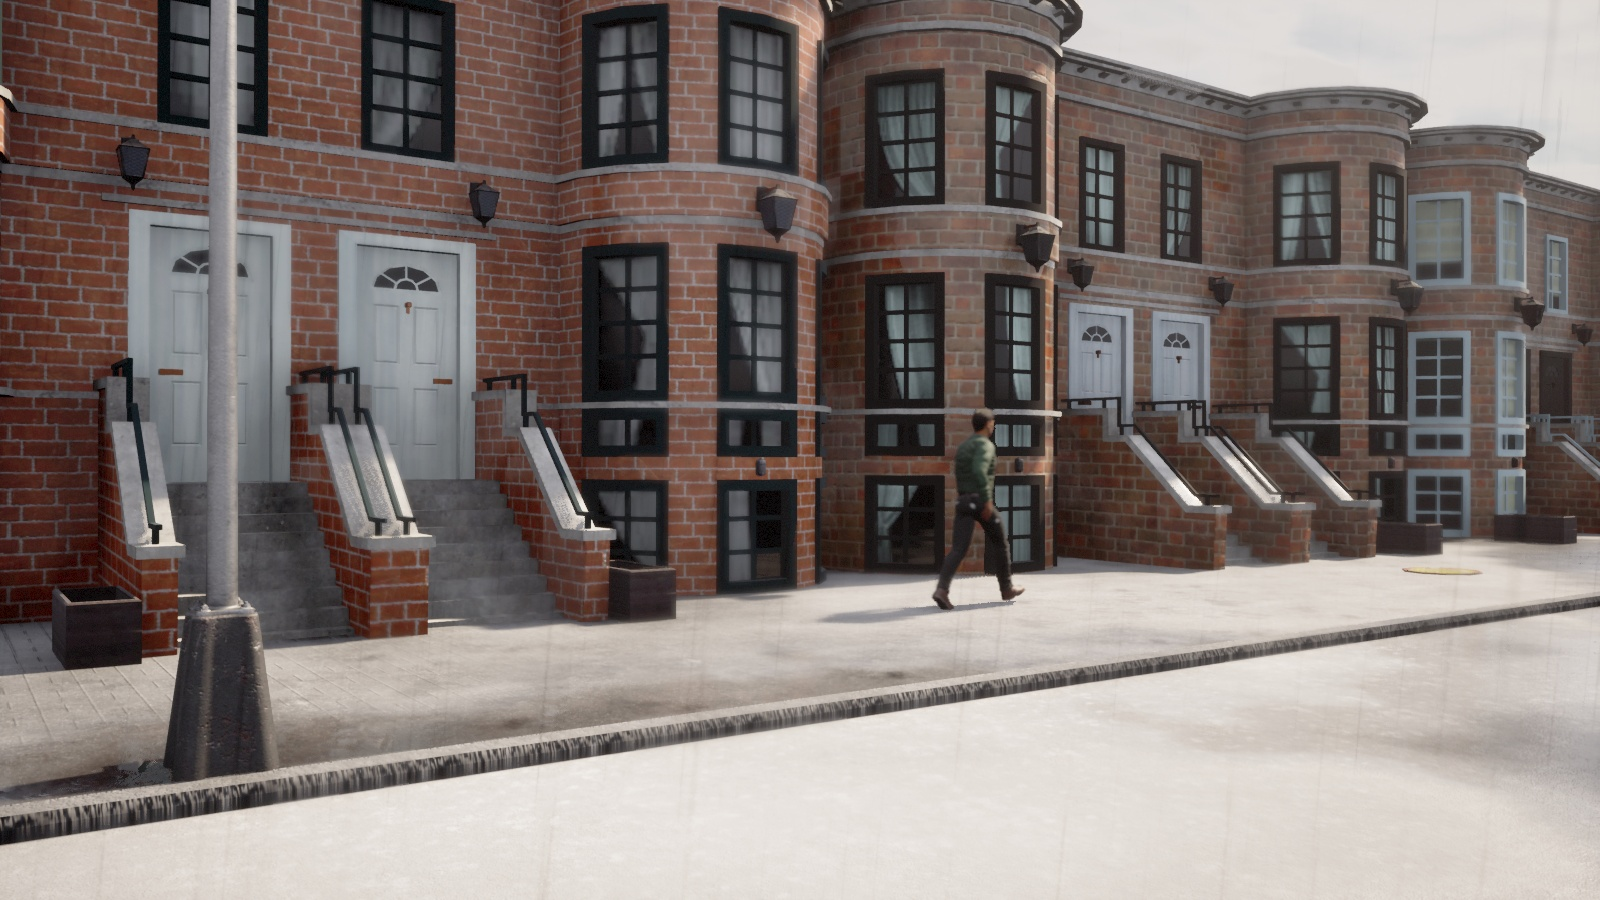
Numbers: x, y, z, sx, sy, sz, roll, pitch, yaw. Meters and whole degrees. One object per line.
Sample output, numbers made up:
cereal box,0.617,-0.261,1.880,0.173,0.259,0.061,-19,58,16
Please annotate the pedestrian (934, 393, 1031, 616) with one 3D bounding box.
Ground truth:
pedestrian,1.654,0.479,11.373,0.788,1.949,0.423,0,0,-36
